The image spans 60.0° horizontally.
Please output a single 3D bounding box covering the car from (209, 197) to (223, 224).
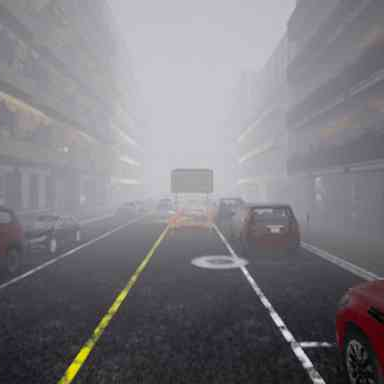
[{"bbox_3d":[2.671,1.294,24.270,2.192,1.841,5.009,-1,0,0],"label":"car"}]

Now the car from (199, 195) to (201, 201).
[{"bbox_3d":[2.666,1.517,57.882,1.947,1.339,4.313,-1,0,0],"label":"car"}]

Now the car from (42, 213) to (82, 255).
[{"bbox_3d":[-5.711,1.539,13.093,2.008,1.369,4.403,-1,0,0],"label":"car"}]

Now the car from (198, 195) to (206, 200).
[{"bbox_3d":[2.657,1.477,91.495,2.008,1.369,4.403,-1,0,0],"label":"car"}]

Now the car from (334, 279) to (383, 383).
[{"bbox_3d":[2.676,1.313,1.862,2.192,1.841,5.009,-1,0,0],"label":"car"}]

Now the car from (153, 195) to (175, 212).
[{"bbox_3d":[-3.102,1.472,38.776,1.837,1.490,4.892,0,0,0],"label":"car"}]

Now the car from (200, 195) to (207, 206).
[{"bbox_3d":[2.667,1.481,52.450,1.752,1.417,4.829,-1,0,0],"label":"car"}]

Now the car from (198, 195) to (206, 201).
[{"bbox_3d":[2.659,1.496,85.892,1.947,1.339,4.313,-1,0,0],"label":"car"}]

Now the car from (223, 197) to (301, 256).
[{"bbox_3d":[2.673,1.303,13.066,2.192,1.841,5.009,-1,0,0],"label":"car"}]

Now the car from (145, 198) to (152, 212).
[{"bbox_3d":[-5.709,1.551,35.501,1.802,1.307,4.206,-1,0,0],"label":"car"}]

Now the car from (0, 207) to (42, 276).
[{"bbox_3d":[-5.695,1.308,7.490,2.192,1.841,5.009,-1,0,0],"label":"car"}]

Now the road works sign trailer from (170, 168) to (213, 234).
[{"bbox_3d":[-0.001,0.448,18.914,2.380,3.560,2.880,0,0,1],"label":"road works sign trailer"}]

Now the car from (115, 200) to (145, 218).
[{"bbox_3d":[-5.707,1.556,29.899,1.802,1.307,4.206,-1,0,0],"label":"car"}]
